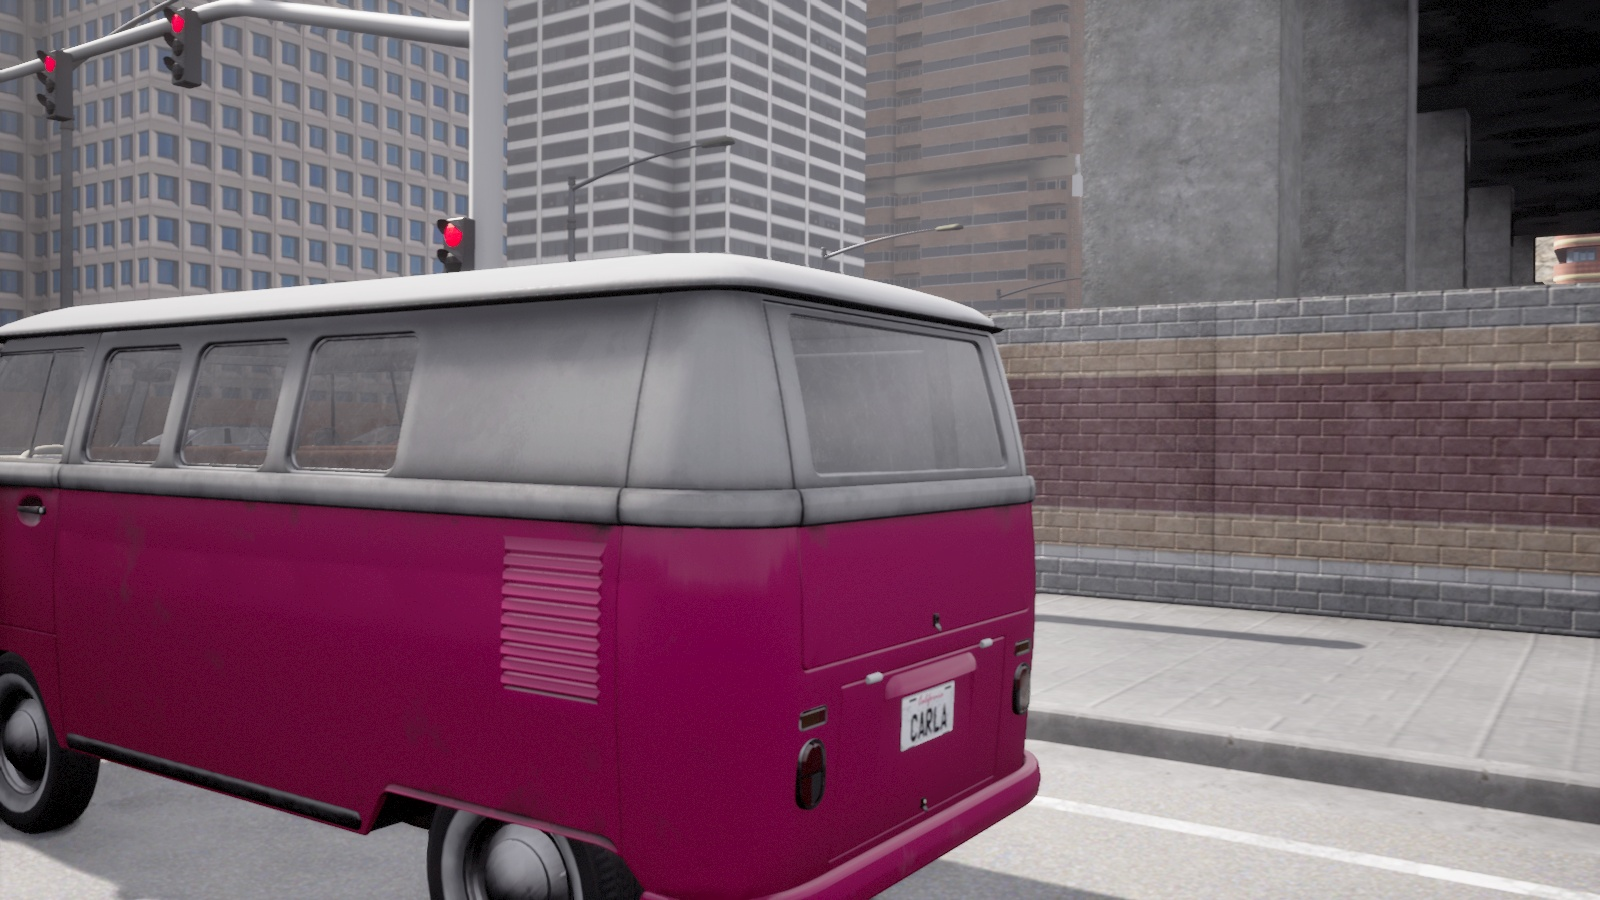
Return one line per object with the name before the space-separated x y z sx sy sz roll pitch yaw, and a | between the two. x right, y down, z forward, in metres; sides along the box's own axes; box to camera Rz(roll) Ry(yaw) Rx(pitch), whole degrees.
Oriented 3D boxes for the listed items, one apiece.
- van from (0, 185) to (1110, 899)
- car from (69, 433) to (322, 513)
van | -1.353 0.443 4.518 4.442 1.987 1.775 0 1 34
car | -13.759 0.447 28.875 2.033 1.649 4.856 0 1 34
